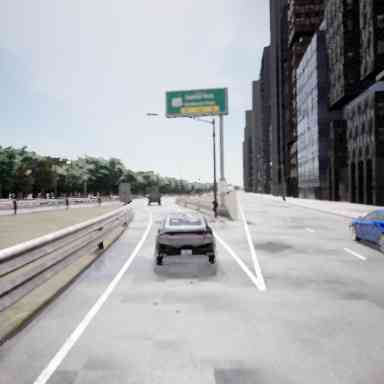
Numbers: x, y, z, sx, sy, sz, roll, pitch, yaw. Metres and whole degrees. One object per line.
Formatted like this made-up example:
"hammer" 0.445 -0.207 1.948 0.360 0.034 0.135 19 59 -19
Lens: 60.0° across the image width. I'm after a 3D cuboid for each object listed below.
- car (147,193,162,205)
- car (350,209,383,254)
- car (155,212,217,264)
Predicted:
"car" -6.397 1.184 56.973 2.150 2.045 5.566 -1 0 -8
"car" 7.682 1.353 12.693 1.882 1.535 5.008 -1 0 8
"car" -0.272 1.443 11.708 2.128 1.511 4.902 -1 1 -3
